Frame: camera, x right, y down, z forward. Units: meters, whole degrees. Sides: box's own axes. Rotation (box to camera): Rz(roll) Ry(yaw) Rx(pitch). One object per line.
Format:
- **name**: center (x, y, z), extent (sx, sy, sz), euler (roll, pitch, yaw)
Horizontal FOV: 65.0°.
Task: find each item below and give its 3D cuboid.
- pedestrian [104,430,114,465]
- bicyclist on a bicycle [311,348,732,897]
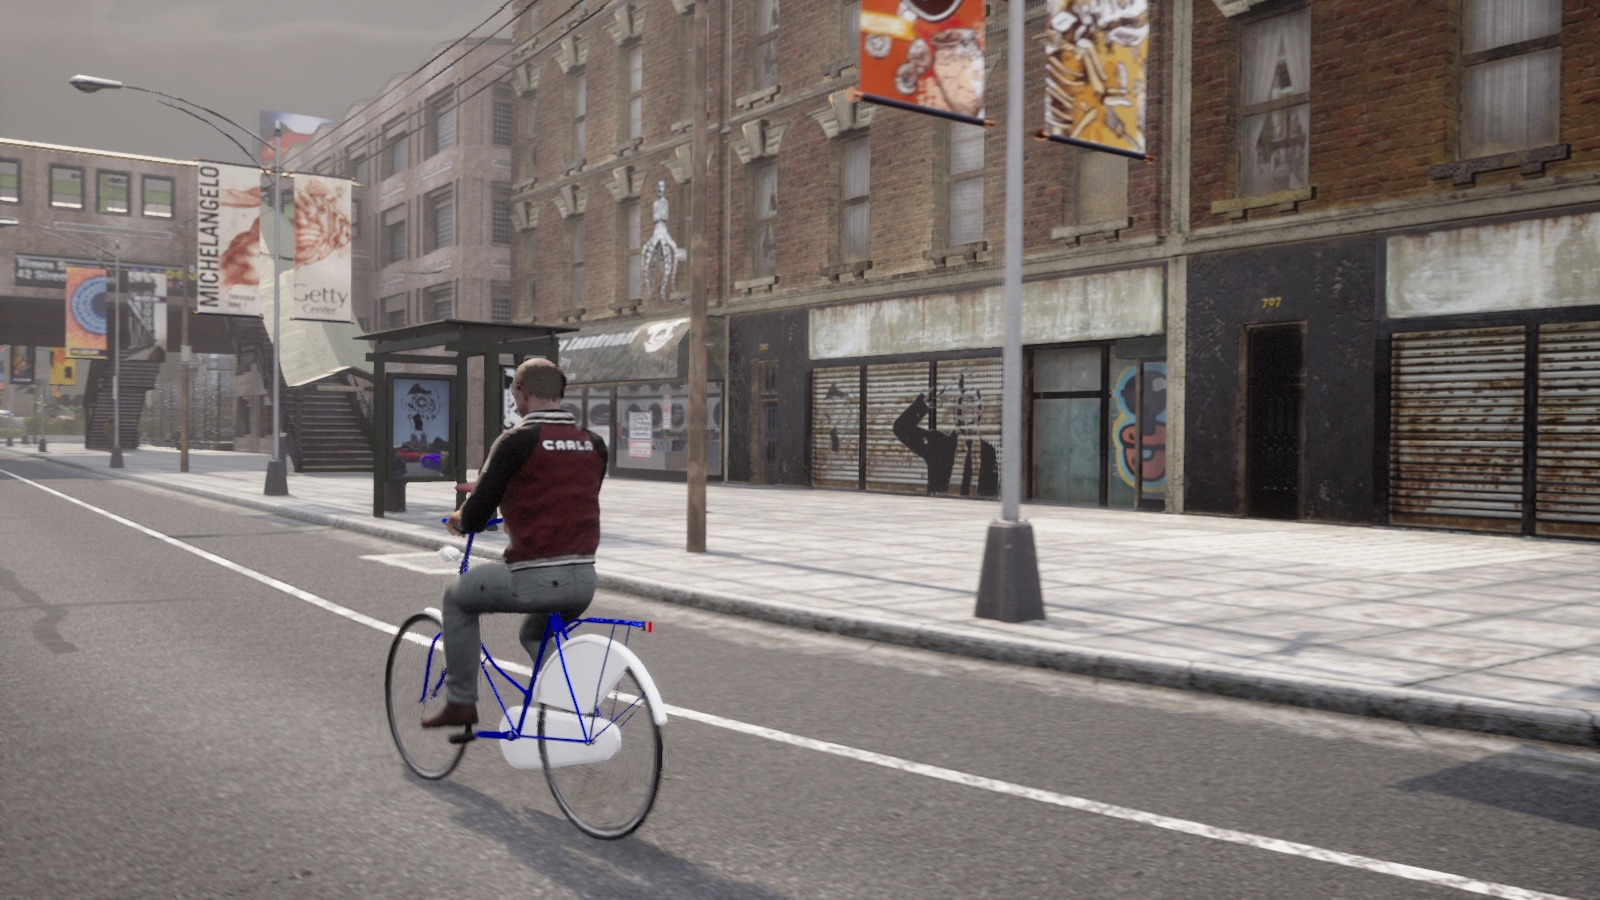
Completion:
- **pedestrian**: center (-35.842, -0.132, 65.155), extent (0.370, 1.835, 0.726), euler (-1, 1, -34)
- **bicyclist on a bicycle**: center (-1.152, 0.550, 4.915), extent (1.843, 1.776, 0.659), euler (0, 1, 42)
